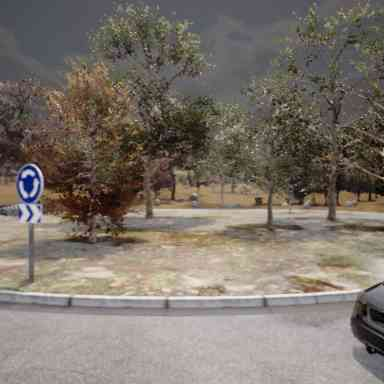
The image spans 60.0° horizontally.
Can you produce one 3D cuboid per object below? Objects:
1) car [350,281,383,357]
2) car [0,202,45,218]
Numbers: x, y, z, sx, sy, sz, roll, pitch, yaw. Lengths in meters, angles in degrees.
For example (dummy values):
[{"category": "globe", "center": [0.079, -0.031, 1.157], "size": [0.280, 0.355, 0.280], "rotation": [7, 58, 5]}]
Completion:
[{"category": "car", "center": [4.347, 1.572, 4.508], "size": [4.181, 1.385, 1.994], "rotation": [0, 0, -18]}, {"category": "car", "center": [-15.845, 1.628, 31.475], "size": [1.994, 1.385, 4.181], "rotation": [0, 0, 34]}]
